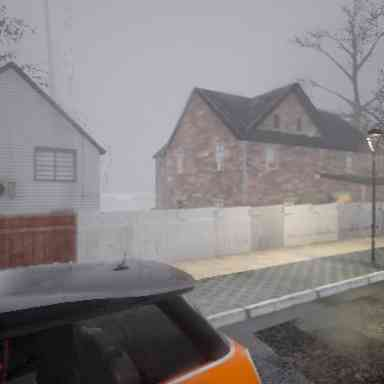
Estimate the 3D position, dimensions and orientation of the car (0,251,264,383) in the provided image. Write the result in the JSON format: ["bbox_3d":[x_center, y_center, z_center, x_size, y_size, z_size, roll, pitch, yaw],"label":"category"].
[{"bbox_3d":[-1.687,1.347,1.776,4.553,1.767,2.097,0,0,-35],"label":"car"}]
